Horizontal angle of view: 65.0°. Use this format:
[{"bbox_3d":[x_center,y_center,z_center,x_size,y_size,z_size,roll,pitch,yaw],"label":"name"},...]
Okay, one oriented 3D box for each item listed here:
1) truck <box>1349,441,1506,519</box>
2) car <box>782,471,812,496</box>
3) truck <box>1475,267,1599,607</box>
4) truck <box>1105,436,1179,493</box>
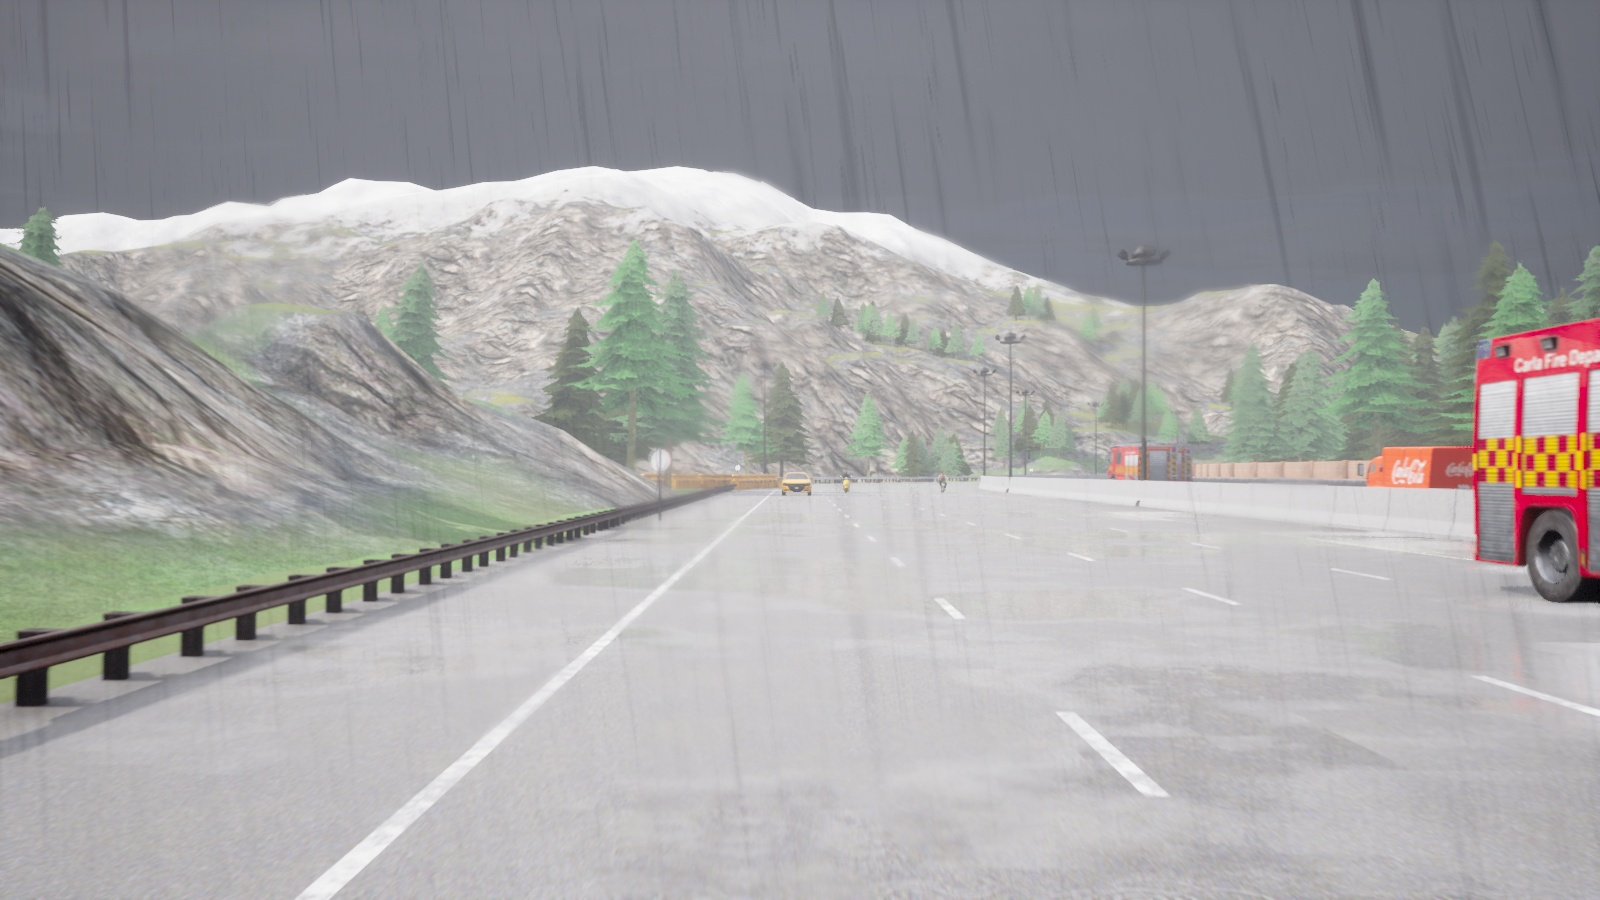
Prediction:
[{"bbox_3d":[20.896,0.958,42.140,2.627,2.467,5.204,0,0,0],"label":"truck"},{"bbox_3d":[-0.195,2.142,80.595,1.882,1.535,5.008,0,-1,0],"label":"car"},{"bbox_3d":[10.465,-0.183,12.482,2.891,3.827,8.468,0,-1,0],"label":"truck"},{"bbox_3d":[24.279,1.053,89.634,2.891,3.827,8.468,0,-1,0],"label":"truck"}]
